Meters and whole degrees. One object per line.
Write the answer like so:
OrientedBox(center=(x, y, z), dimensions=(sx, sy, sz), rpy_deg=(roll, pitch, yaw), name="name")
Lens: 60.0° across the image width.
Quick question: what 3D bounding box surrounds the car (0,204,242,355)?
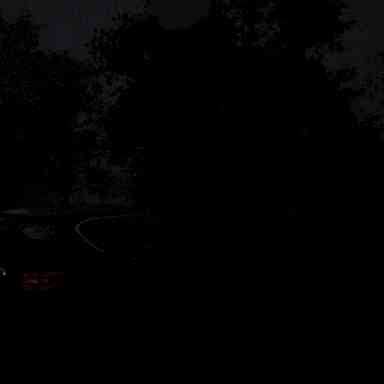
OrientedBox(center=(-1.069, 1.266, 6.543), dimensions=(2.435, 2.045, 5.566), rpy_deg=(0, 0, 35), name="car")
